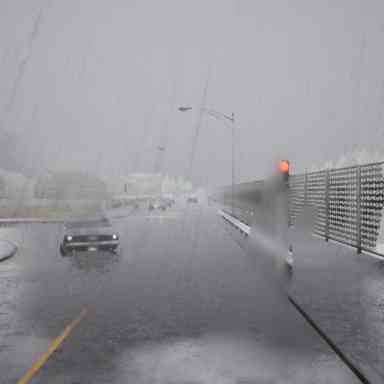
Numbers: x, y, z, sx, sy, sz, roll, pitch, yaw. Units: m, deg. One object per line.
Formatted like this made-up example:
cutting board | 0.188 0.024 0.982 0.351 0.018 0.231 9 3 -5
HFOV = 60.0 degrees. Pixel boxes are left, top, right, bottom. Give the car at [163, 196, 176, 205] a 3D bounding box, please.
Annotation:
car | -4.099 1.477 61.048 1.882 1.535 5.008 0 0 0

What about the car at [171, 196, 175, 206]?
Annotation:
car | -4.120 1.564 50.594 1.994 1.385 4.181 0 0 0

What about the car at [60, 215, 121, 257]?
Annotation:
car | -4.013 1.601 13.162 1.895 1.301 4.718 0 0 -19

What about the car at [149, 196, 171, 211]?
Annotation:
car | -4.119 1.491 40.657 2.128 1.511 4.902 0 0 0

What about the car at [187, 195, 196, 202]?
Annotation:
car | -0.042 1.540 77.410 2.033 1.411 5.357 0 0 0

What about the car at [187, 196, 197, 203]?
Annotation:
car | 0.069 1.477 67.067 1.882 1.535 5.008 0 0 0
